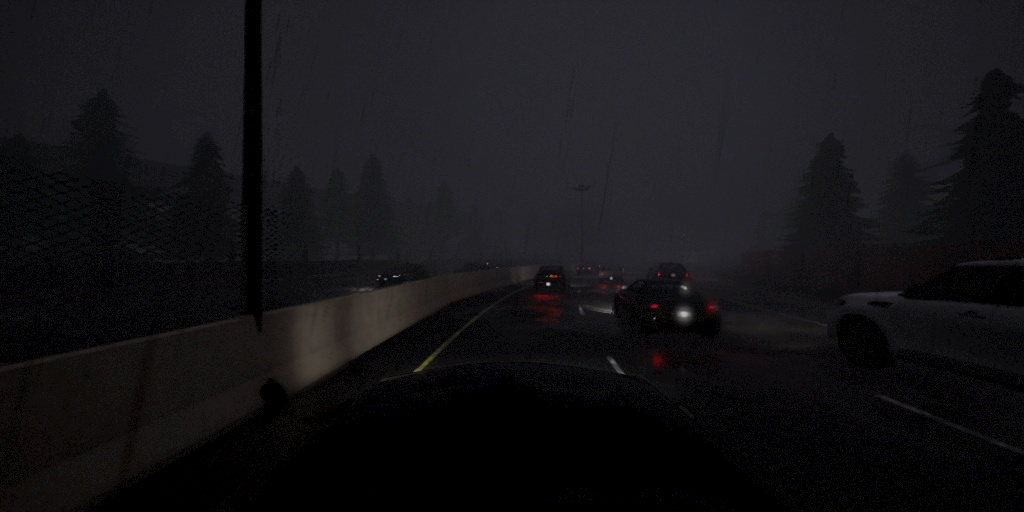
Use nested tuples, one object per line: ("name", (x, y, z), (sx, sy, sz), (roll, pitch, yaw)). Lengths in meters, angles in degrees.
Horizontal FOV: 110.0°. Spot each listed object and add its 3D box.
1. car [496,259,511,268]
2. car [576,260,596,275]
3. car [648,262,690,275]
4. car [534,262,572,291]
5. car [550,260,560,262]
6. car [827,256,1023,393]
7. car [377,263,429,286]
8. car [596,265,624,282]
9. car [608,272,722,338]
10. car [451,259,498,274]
("car", (-1.901, 1.159, 50.736), (2.097, 1.767, 4.553), (0, 0, 27))
("car", (8.755, 1.390, 40.563), (2.033, 1.411, 5.357), (0, 0, 26))
("car", (10.207, 1.178, 23.582), (2.097, 1.767, 4.553), (0, 0, 14))
("car", (2.549, 1.294, 22.076), (1.837, 1.490, 4.892), (0, 0, 13))
("car", (6.889, 1.384, 59.200), (1.812, 1.442, 4.674), (0, 0, 32))
("car", (7.251, 1.009, 4.697), (2.150, 2.045, 5.566), (0, 0, 2))
("car", (-7.551, 1.254, 25.338), (1.837, 1.490, 4.892), (0, -1, 14))
("car", (8.300, 1.426, 29.621), (1.895, 1.301, 4.718), (0, 0, 18))
("car", (4.233, 1.345, 10.399), (1.994, 1.385, 4.181), (0, 0, 6))
("car", (-3.150, 1.264, 28.377), (2.128, 1.511, 4.902), (0, 0, 16))
